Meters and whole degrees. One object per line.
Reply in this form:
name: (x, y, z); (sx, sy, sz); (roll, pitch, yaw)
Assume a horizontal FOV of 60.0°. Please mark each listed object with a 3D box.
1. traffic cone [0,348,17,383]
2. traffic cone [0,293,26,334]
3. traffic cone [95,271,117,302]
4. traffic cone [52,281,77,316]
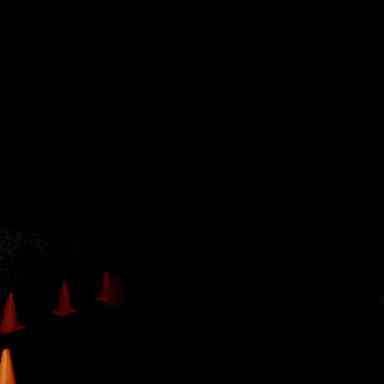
traffic cone: (-1.982, 1.974, 3.552); (0.340, 0.580, 0.340); (0, 0, 36)
traffic cone: (-3.016, 1.983, 5.535); (0.340, 0.580, 0.340); (0, 0, 36)
traffic cone: (-1.845, 1.996, 7.155); (0.340, 0.580, 0.340); (0, 0, 36)
traffic cone: (-2.431, 1.989, 6.345); (0.340, 0.580, 0.340); (0, 0, 36)
